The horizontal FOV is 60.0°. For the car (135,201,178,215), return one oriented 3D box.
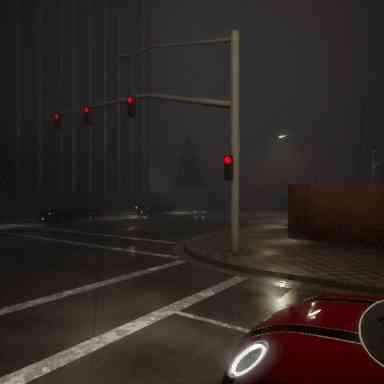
[{"bbox_3d":[-3.560,1.601,33.624,1.895,1.301,4.718,0,0,35],"label":"car"}]

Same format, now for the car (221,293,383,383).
[{"bbox_3d":[2.429,1.352,2.225,4.553,1.767,2.097,0,0,36],"label":"car"}]

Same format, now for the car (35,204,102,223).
[{"bbox_3d":[-9.341,1.601,25.468,1.895,1.301,4.718,0,0,35],"label":"car"}]

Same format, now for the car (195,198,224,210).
[{"bbox_3d":[2.283,1.491,41.835,2.128,1.511,4.902,0,0,36],"label":"car"}]
